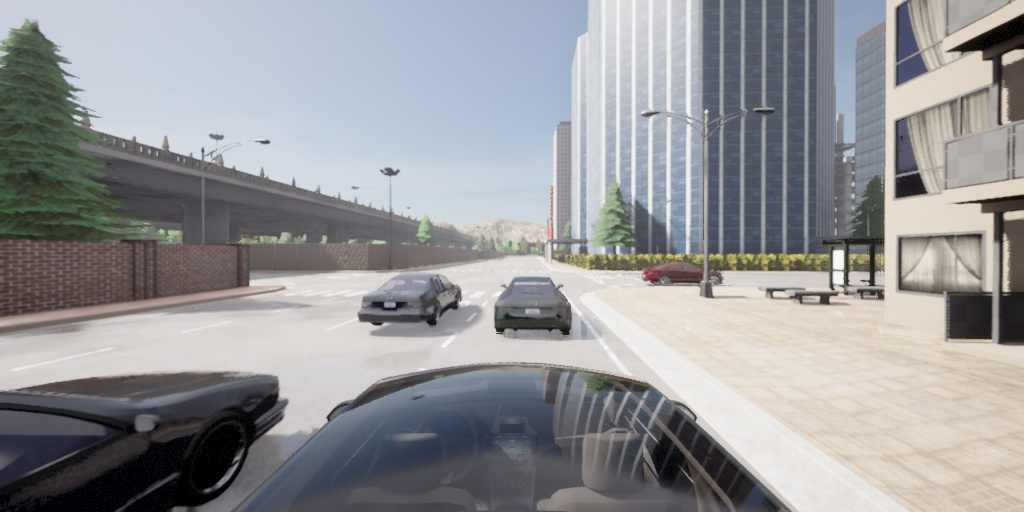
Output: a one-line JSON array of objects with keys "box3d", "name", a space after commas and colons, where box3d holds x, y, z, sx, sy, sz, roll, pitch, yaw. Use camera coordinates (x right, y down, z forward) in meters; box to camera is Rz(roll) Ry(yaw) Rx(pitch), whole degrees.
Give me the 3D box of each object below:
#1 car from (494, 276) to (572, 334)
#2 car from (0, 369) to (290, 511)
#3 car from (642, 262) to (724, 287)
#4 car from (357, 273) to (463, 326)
[{"box3d": [0.580, 1.267, 10.490, 1.994, 1.385, 4.181, 0, 0, 3], "name": "car"}, {"box3d": [-3.304, 1.298, 1.311, 2.033, 1.411, 5.357, 0, 0, 1], "name": "car"}, {"box3d": [11.176, 1.171, 23.591, 5.008, 1.535, 1.882, 0, 0, 2], "name": "car"}, {"box3d": [-2.904, 1.243, 11.400, 2.033, 1.411, 5.357, 0, 0, 3], "name": "car"}]
